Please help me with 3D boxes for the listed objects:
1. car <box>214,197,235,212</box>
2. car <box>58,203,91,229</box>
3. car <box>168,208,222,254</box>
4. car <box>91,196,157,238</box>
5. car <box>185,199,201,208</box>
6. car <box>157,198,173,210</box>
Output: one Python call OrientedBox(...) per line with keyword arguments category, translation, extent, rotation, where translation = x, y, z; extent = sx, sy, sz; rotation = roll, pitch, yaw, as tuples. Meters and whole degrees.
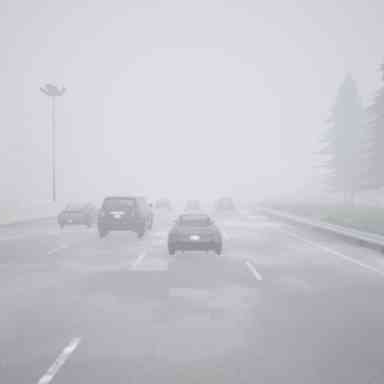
OrientedBox(category="car", translation=(3.597, 1.309, 37.542), extent=(2.097, 1.767, 4.553), rotation=(0, 0, 0))
OrientedBox(category="car", translation=(-6.893, 1.468, 21.304), extent=(2.128, 1.511, 4.902), rotation=(0, 0, 0))
OrientedBox(category="car", translation=(0.105, 1.549, 13.476), extent=(1.994, 1.385, 4.181), rotation=(0, 0, 0))
OrientedBox(category="car", translation=(-3.394, 1.202, 17.836), extent=(2.150, 2.045, 5.566), rotation=(0, 0, 0))
OrientedBox(category="car", translation=(0.096, 1.504, 38.187), extent=(2.033, 1.411, 5.357), rotation=(0, 0, 0))
OrientedBox(category="car", translation=(-3.409, 1.461, 40.299), extent=(1.837, 1.490, 4.892), rotation=(0, 1, 0))
